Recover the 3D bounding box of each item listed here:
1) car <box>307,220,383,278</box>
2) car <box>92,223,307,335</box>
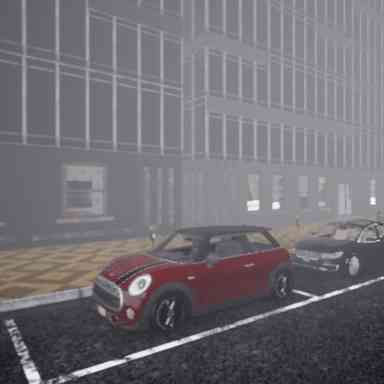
[{"bbox_3d":[4.771,1.538,9.966,4.403,1.369,2.008,0,0,-36],"label":"car"},{"bbox_3d":[0.137,1.435,6.660,4.097,1.590,1.967,0,0,-36],"label":"car"}]
